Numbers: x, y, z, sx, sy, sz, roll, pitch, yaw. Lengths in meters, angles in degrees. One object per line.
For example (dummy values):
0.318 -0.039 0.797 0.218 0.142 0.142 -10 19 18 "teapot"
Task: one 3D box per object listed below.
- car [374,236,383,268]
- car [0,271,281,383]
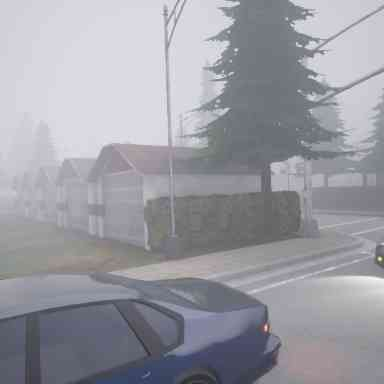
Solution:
6.459 1.224 8.505 4.181 1.385 1.994 -1 0 -37 "car"
-1.610 1.539 2.824 5.357 1.411 2.033 -2 1 -34 "car"
